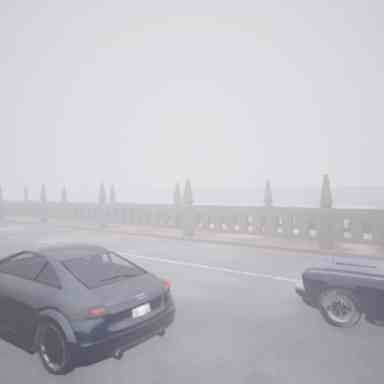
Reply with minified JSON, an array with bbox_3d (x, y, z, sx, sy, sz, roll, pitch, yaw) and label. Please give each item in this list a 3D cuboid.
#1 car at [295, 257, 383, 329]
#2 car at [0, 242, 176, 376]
[{"bbox_3d":[4.191,1.601,5.303,4.718,1.301,1.895,0,0,36],"label":"car"},{"bbox_3d":[-2.315,1.571,5.649,4.181,1.385,1.994,0,0,36],"label":"car"}]
